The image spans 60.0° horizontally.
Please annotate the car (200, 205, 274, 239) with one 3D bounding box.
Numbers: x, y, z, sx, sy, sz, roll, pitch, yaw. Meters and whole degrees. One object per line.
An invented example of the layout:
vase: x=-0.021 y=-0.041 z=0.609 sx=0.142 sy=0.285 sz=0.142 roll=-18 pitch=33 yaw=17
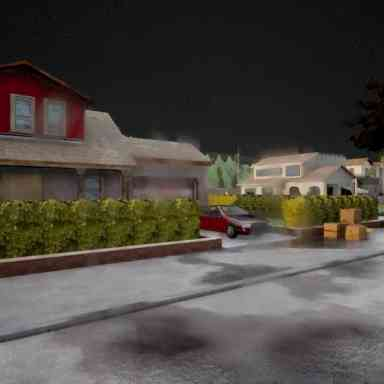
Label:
car: x=1.530 y=1.356 z=16.517 sx=2.033 sy=1.415 sz=5.357 roll=0 pitch=0 yaw=-33
